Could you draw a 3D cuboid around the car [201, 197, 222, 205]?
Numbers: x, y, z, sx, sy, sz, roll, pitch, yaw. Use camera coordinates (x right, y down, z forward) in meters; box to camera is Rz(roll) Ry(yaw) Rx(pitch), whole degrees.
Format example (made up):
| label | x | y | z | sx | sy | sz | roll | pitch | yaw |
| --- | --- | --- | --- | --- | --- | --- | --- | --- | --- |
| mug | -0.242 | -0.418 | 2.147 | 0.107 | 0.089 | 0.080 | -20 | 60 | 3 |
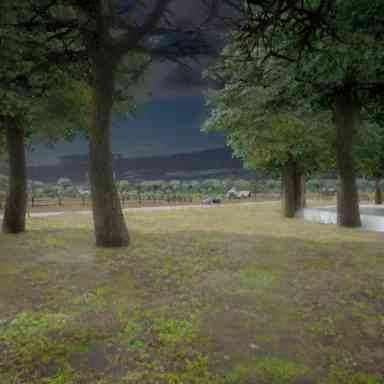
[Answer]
| label | x | y | z | sx | sy | sz | roll | pitch | yaw |
| --- | --- | --- | --- | --- | --- | --- | --- | --- | --- |
| car | 3.437 | 1.529 | 57.493 | 2.128 | 1.511 | 4.902 | -2 | -1 | 36 |
